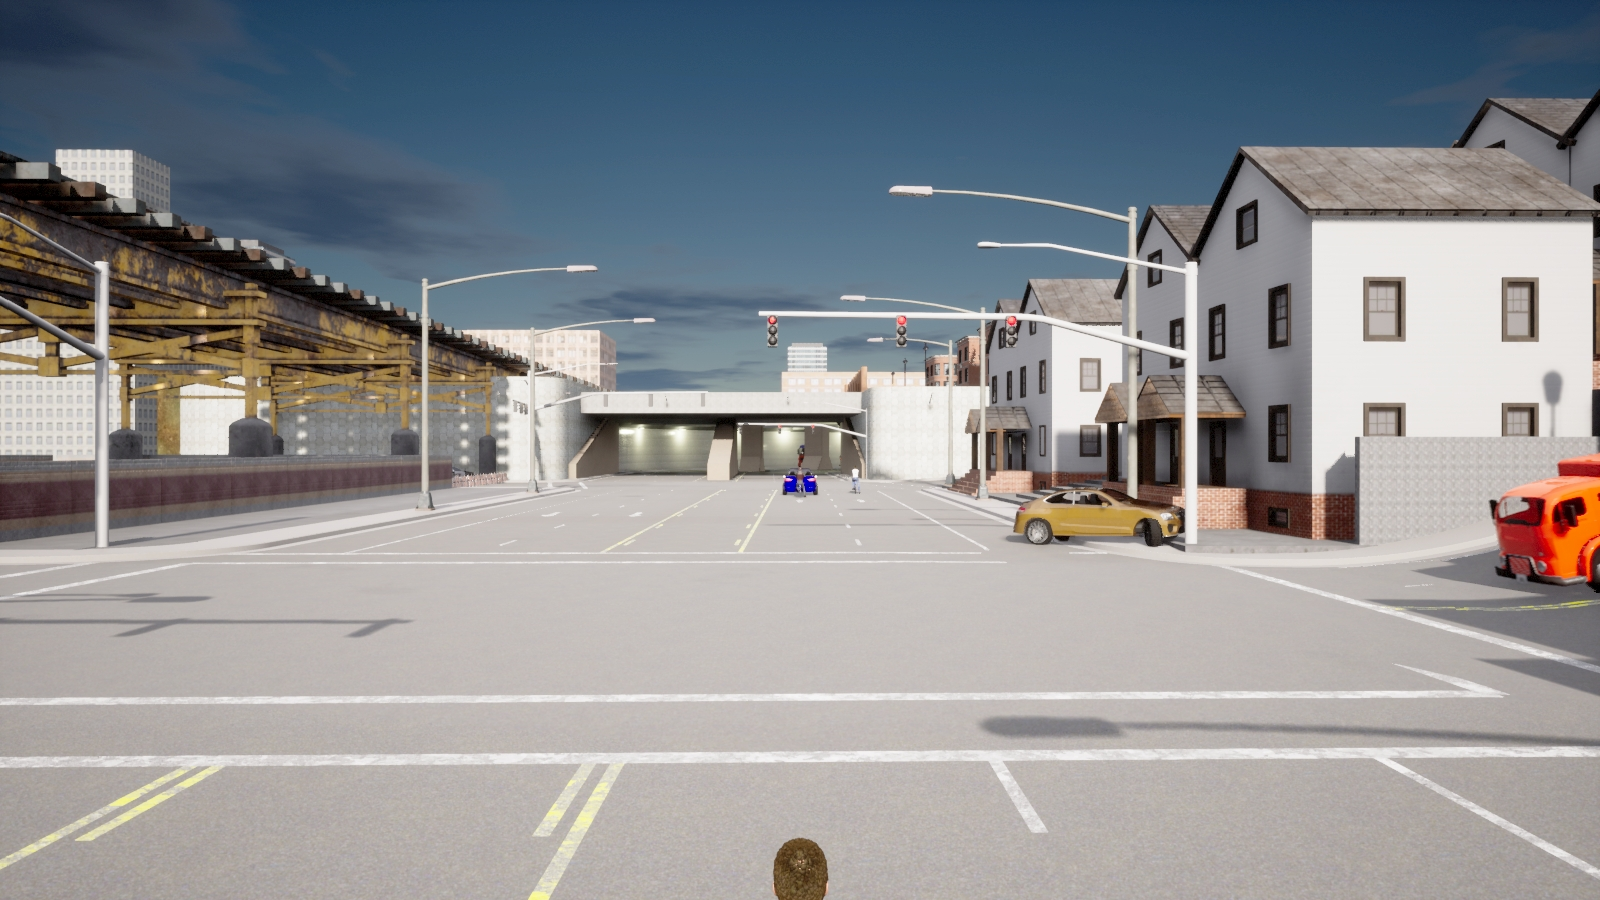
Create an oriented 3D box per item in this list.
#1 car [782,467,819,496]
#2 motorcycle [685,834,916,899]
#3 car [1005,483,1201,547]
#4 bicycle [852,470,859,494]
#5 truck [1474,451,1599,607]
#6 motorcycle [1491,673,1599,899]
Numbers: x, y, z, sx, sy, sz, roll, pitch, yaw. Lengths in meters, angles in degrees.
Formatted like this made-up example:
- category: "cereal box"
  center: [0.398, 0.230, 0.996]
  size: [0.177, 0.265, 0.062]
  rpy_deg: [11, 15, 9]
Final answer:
- category: "car"
  center: [0.007, 1.942, 71.643]
  size: [2.242, 1.667, 4.611]
  rpy_deg: [0, 0, 0]
- category: "motorcycle"
  center: [0.002, 2.172, 3.626]
  size: [0.803, 1.224, 2.033]
  rpy_deg: [0, 0, 0]
- category: "car"
  center: [8.816, 1.904, 33.461]
  size: [5.027, 1.651, 2.152]
  rpy_deg: [-3, 0, 36]
- category: "bicycle"
  center: [3.507, 2.018, 72.556]
  size: [0.373, 1.521, 1.643]
  rpy_deg: [0, 0, 0]
- category: "truck"
  center: [16.978, 1.252, 22.769]
  size: [5.204, 2.467, 2.627]
  rpy_deg: [-11, 0, -1]
- category: "motorcycle"
  center: [3.504, 1.905, 3.984]
  size: [0.764, 1.802, 2.356]
  rpy_deg: [0, 0, 0]
